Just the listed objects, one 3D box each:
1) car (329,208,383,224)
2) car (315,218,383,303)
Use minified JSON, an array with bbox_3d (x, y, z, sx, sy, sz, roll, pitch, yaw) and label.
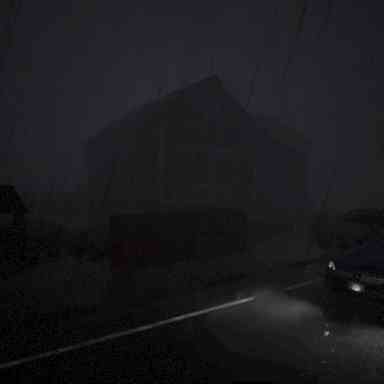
[{"bbox_3d":[6.280,1.366,12.012,4.193,1.474,1.816,0,6,-38],"label":"car"},{"bbox_3d":[4.930,1.465,7.450,4.674,1.442,1.812,-1,0,-35],"label":"car"}]
